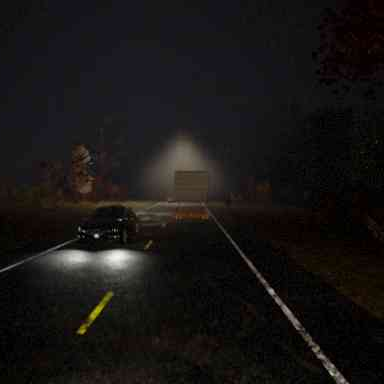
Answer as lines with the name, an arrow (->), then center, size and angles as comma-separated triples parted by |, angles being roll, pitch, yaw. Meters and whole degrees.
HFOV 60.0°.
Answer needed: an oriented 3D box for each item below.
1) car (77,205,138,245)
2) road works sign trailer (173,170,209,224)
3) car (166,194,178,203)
car -> -3.607, 1.395, 14.981 | 1.837, 1.490, 4.892 | 0, 0, 0
road works sign trailer -> -0.012, 0.297, 22.878 | 2.380, 3.560, 2.880 | 0, 0, 0
car -> -3.575, 1.108, 58.258 | 1.812, 1.442, 4.674 | 0, 1, 0
